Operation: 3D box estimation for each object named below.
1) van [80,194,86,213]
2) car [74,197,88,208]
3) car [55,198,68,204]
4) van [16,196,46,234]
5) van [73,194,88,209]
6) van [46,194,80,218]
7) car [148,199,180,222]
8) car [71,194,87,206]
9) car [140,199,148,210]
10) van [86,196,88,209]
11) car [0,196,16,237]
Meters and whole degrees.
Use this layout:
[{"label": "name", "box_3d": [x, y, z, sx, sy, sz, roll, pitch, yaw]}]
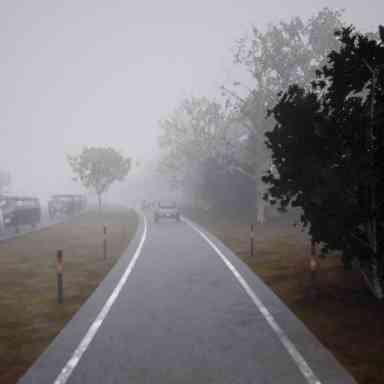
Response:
[{"label": "van", "box_3d": [-12.669, 1.270, 35.202, 1.878, 1.987, 4.442, 1, -1, -13]}, {"label": "car", "box_3d": [-17.086, 1.638, 51.300, 1.946, 1.575, 5.366, 1, -2, -17]}, {"label": "car", "box_3d": [-33.834, 2.298, 85.959, 2.097, 1.535, 5.008, -1, -1, -33]}, {"label": "van", "box_3d": [-10.019, 1.221, 18.653, 1.878, 1.987, 4.442, 1, -1, -8]}, {"label": "van", "box_3d": [-15.421, 1.356, 46.042, 1.878, 1.987, 4.442, 2, -2, -19]}, {"label": "van", "box_3d": [-11.568, 1.243, 29.732, 1.878, 1.987, 4.442, 1, -1, -12]}, {"label": "car", "box_3d": [-2.083, 1.454, 25.854, 2.128, 1.511, 4.902, 0, 0, -9]}, {"label": "car", "box_3d": [-21.067, 1.550, 61.920, 2.435, 2.045, 5.566, 2, -2, -23]}, {"label": "car", "box_3d": [-5.536, 1.528, 42.695, 1.895, 1.301, 4.718, -1, 0, -14]}, {"label": "van", "box_3d": [-13.952, 1.307, 40.644, 1.878, 1.987, 4.442, 1, -1, -14]}, {"label": "car", "box_3d": [-9.555, 1.195, 13.170, 2.435, 2.045, 5.566, 1, -1, -6]}]
